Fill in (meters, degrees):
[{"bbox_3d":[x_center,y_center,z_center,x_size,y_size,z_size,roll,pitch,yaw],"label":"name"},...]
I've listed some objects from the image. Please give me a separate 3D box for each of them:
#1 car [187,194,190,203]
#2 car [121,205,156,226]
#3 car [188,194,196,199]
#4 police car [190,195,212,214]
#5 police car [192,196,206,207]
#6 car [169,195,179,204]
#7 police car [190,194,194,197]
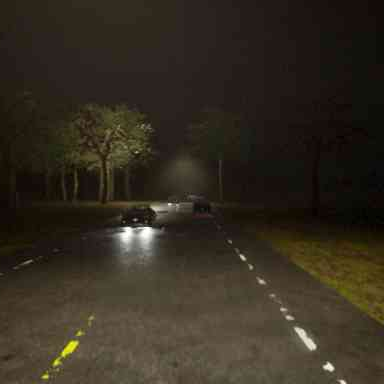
[{"bbox_3d":[-0.028,1.438,69.510,2.128,1.511,4.902,0,0,0],"label":"car"},{"bbox_3d":[-3.610,1.575,23.109,1.994,1.385,4.181,0,0,0],"label":"car"},{"bbox_3d":[-0.038,1.179,93.068,2.033,1.411,5.357,0,1,0],"label":"car"},{"bbox_3d":[1.035,1.444,35.534,1.930,1.638,5.238,0,0,0],"label":"police car"},{"bbox_3d":[1.029,1.447,51.532,1.930,1.638,5.238,0,0,0],"label":"police car"},{"bbox_3d":[-3.539,1.469,65.436,1.837,1.490,4.892,0,1,0],"label":"car"},{"bbox_3d":[1.031,1.449,45.534,1.930,1.638,5.238,0,0,0],"label":"police car"}]
